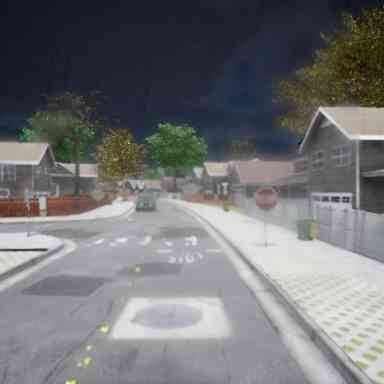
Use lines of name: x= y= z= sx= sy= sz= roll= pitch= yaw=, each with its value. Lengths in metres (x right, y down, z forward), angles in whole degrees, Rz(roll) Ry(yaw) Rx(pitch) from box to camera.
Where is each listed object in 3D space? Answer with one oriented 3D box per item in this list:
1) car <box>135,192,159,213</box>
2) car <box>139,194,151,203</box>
car: x=-4.778 y=1.124 z=35.233 sx=2.150 sy=2.045 sz=5.566 roll=0 pitch=2 yaw=-6
car: x=-8.589 y=1.097 z=60.446 sx=1.837 sy=1.490 sz=4.892 roll=0 pitch=0 yaw=-11
